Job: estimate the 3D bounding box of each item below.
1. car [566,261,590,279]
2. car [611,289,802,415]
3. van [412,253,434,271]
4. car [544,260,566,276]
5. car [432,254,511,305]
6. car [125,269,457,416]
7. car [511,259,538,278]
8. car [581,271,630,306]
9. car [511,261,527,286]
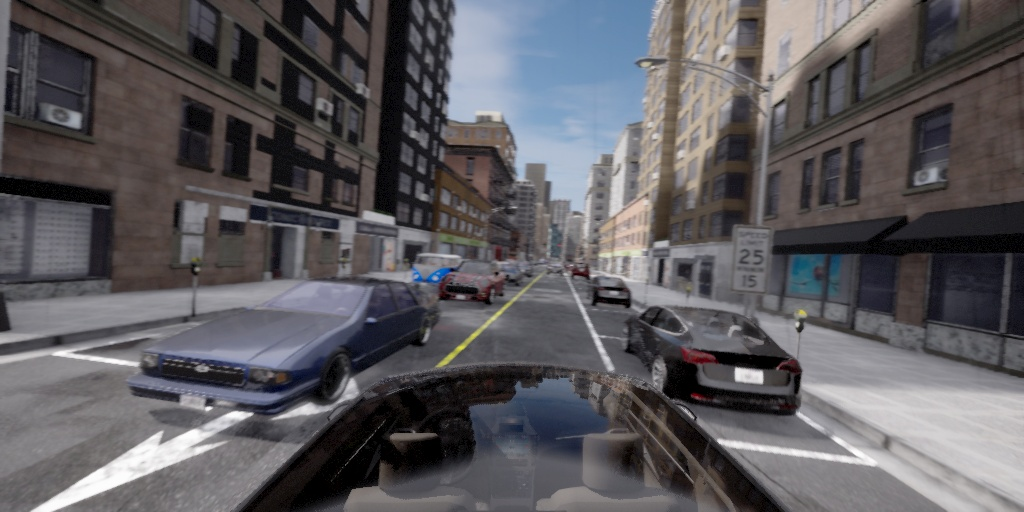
[{"bbox_3d":[7.414,1.613,39.267,2.192,1.841,5.009,0,0,7],"label":"car"},{"bbox_3d":[3.191,1.554,6.560,1.948,1.339,4.313,0,0,7],"label":"car"},{"bbox_3d":[-3.831,0.782,18.557,1.690,1.789,3.998,0,0,7],"label":"van"},{"bbox_3d":[5.358,1.634,44.366,2.128,1.511,4.902,4,0,7],"label":"car"},{"bbox_3d":[-1.563,0.967,15.571,2.097,1.767,4.553,4,0,8],"label":"car"},{"bbox_3d":[-2.796,1.077,6.182,2.033,1.411,5.357,4,0,7],"label":"car"},{"bbox_3d":[1.038,1.299,35.508,2.128,1.511,4.902,4,0,8],"label":"car"},{"bbox_3d":[4.599,1.652,17.463,1.948,1.339,4.313,0,0,7],"label":"car"},{"bbox_3d":[-0.305,1.269,25.467,1.994,1.385,4.181,4,0,7],"label":"car"}]
